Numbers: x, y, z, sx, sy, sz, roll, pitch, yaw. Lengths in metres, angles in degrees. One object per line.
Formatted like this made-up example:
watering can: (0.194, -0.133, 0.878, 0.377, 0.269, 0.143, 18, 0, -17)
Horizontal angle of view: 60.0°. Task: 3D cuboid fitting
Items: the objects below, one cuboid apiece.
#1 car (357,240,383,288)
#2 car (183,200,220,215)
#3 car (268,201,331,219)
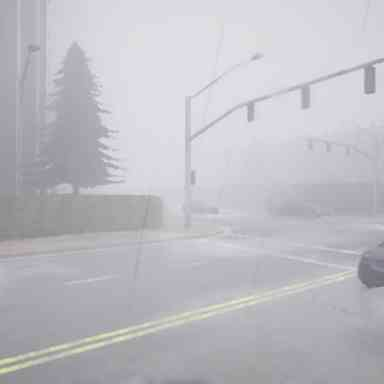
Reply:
car: (5.868, 1.563, 8.143, 4.181, 1.385, 1.994, 0, 0, -38)
car: (0.847, 1.506, 33.014, 1.994, 1.385, 4.181, 0, 0, -35)
car: (8.967, 1.495, 28.226, 2.033, 1.411, 5.357, 0, 0, -34)
